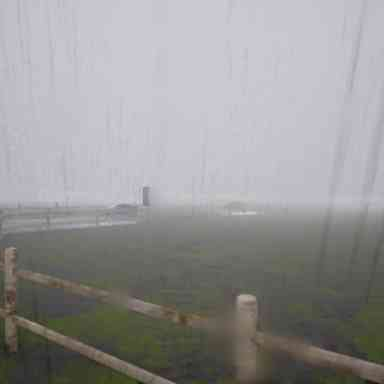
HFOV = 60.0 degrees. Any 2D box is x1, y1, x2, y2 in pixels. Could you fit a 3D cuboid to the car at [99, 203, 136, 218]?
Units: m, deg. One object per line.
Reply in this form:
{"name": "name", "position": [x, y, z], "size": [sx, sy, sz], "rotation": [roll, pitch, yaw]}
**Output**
{"name": "car", "position": [-7.701, 1.894, 34.646], "size": [1.812, 1.442, 4.674], "rotation": [0, -1, 36]}

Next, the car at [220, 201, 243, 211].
{"name": "car", "position": [6.528, 2.197, 54.471], "size": [2.097, 1.767, 4.553], "rotation": [0, -1, 36]}
